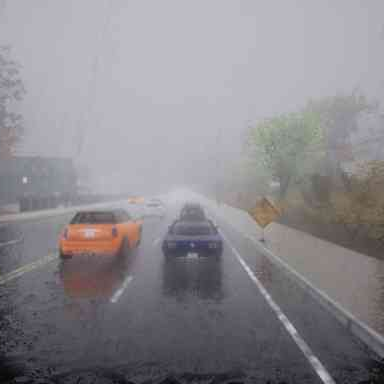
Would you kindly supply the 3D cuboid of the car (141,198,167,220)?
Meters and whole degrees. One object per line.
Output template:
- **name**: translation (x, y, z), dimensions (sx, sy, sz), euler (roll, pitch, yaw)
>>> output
- **car**: translation (-3.199, 1.548, 28.458), dimensions (1.812, 1.442, 4.674), euler (0, 0, 1)

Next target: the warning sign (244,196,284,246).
- **warning sign**: translation (2.881, 1.129, 13.461), dimensions (1.300, 1.860, 1.060), euler (2, 2, 0)

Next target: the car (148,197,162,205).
- **car**: translation (-6.540, 1.637, 58.907), dimensions (1.895, 1.301, 4.718), euler (0, 0, 1)

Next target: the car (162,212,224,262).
- **car**: translation (0.039, 1.612, 12.129), dimensions (1.895, 1.301, 4.718), euler (0, 0, 0)

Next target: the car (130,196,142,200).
- **car**: translation (-9.803, 1.513, 57.830), dimensions (1.882, 1.535, 5.008), euler (0, 0, 1)

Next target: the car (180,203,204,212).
- **car**: translation (0.049, 1.588, 28.035), dimensions (1.994, 1.385, 4.181), euler (0, 0, 1)

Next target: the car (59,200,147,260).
- **car**: translation (-3.204, 1.363, 12.602), dimensions (2.097, 1.767, 4.553), euler (0, 0, 0)
